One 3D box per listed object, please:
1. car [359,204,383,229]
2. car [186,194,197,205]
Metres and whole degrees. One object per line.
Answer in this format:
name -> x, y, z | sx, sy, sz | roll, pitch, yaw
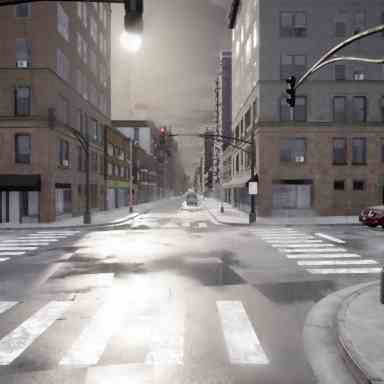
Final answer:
car -> 12.053, 1.123, 18.445 | 5.009, 1.841, 2.192 | -1, 1, 0
car -> -0.014, 1.591, 57.946 | 2.033, 1.411, 5.357 | 0, 0, 0
